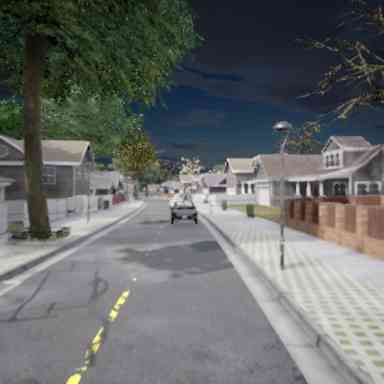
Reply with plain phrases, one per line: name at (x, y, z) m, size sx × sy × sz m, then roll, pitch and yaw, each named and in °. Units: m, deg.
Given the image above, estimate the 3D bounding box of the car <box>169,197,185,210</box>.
car at (-1.892, 1.372, 41.880) m, size 1.812 × 1.442 × 4.674 m, roll 0°, pitch 0°, yaw -5°

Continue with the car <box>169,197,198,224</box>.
car at (-0.606, 1.391, 24.108) m, size 2.128 × 1.511 × 4.902 m, roll 0°, pitch 0°, yaw -3°
